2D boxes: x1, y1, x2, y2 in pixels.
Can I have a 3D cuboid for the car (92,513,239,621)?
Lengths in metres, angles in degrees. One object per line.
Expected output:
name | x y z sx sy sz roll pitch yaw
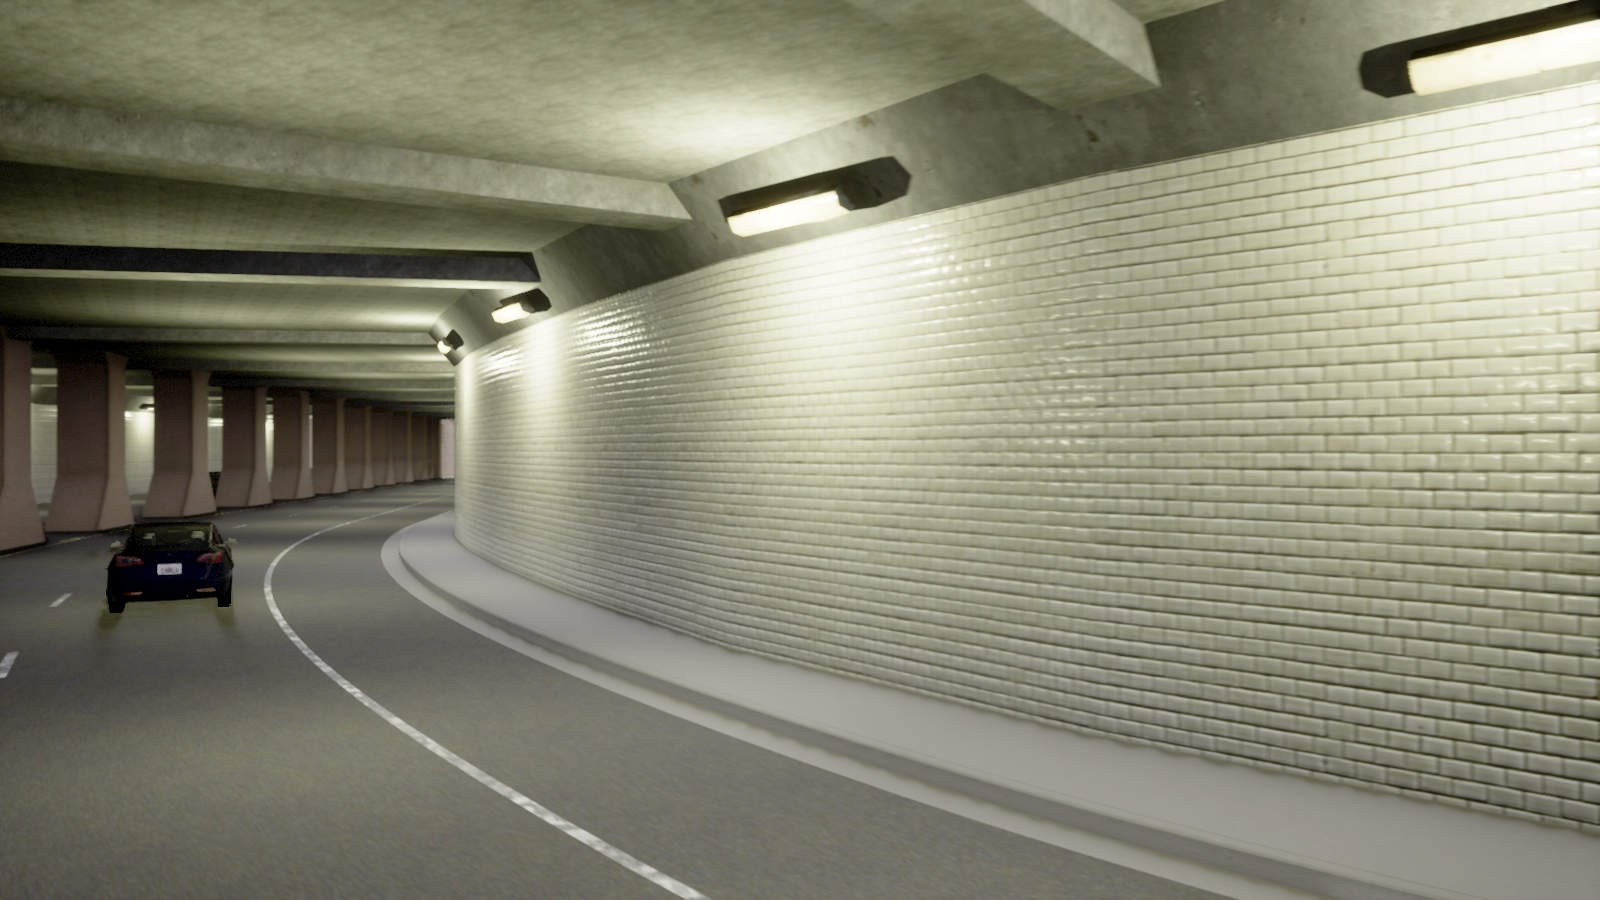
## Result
car | -11.785 2.071 21.455 2.163 1.488 4.792 0 0 -27
